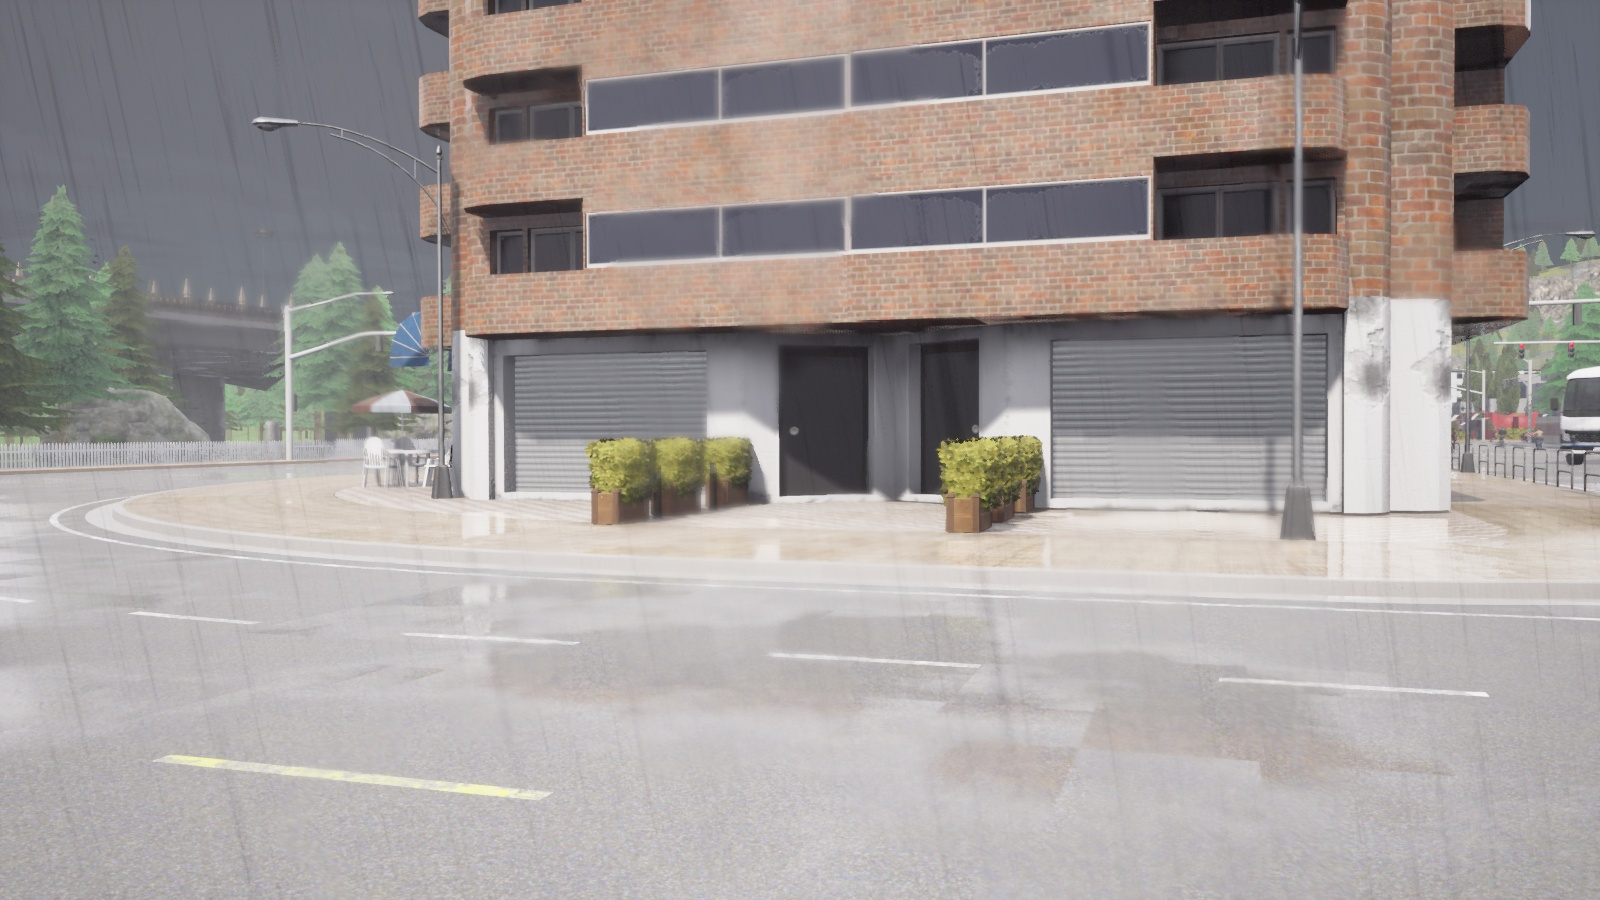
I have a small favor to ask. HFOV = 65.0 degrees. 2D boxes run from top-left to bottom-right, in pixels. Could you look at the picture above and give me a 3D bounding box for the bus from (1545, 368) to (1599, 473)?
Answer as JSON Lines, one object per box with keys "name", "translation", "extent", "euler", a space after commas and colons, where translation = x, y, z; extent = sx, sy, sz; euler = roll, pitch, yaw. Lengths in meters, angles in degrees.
{"name": "bus", "translation": [36.044, -1.233, 54.546], "extent": [10.273, 4.253, 3.944], "euler": [-1, 1, -45]}
